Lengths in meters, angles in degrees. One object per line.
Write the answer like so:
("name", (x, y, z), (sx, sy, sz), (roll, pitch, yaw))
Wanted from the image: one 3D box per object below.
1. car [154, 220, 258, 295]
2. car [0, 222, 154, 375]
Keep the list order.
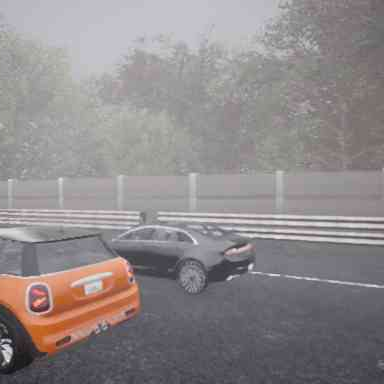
("car", (-0.770, 1.505, 8.722), (4.902, 1.511, 2.128), (-1, 0, 30))
("car", (-3.167, 1.392, 5.861), (4.553, 1.767, 2.097), (-1, 0, 33))
